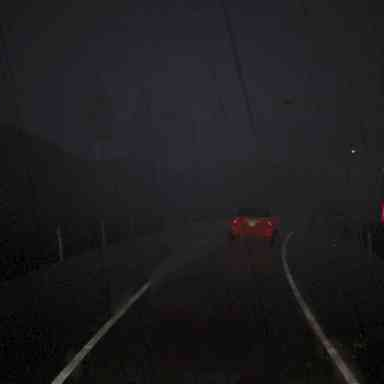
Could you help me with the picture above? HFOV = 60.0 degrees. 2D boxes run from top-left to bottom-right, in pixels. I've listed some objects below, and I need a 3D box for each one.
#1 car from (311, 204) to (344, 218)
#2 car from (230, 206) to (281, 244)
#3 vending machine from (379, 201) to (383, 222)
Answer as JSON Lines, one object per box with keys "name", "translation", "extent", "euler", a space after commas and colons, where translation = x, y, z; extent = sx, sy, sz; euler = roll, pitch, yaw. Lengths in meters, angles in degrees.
{"name": "car", "translation": [15.034, 2.097, 36.633], "extent": [2.033, 1.411, 5.357], "euler": [4, 1, 43]}
{"name": "car", "translation": [3.403, 1.484, 17.112], "extent": [2.097, 1.767, 4.553], "euler": [2, 0, 18]}
{"name": "vending machine", "translation": [20.933, 2.124, 35.654], "extent": [0.880, 2.100, 1.100], "euler": [-4, 10, -43]}
